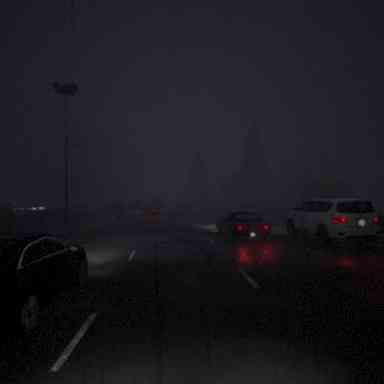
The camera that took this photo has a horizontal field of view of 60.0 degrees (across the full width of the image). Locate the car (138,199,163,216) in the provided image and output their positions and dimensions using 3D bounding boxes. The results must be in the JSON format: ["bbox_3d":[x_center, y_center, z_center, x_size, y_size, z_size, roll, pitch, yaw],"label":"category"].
[{"bbox_3d":[-4.760,1.835,38.081,1.882,1.535,5.008,0,-1,-14],"label":"car"}]

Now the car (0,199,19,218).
[{"bbox_3d":[-17.293,1.725,29.312,2.097,1.767,4.553,0,-1,-12],"label":"car"}]

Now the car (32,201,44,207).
[{"bbox_3d":[-31.853,2.404,68.731,1.895,1.301,4.718,0,-1,-29],"label":"car"}]

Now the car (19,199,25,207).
[{"bbox_3d":[-34.900,2.277,66.999,1.837,1.490,4.892,0,-1,-29],"label":"car"}]

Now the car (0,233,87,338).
[{"bbox_3d":[-3.542,1.575,6.686,2.128,1.511,4.902,0,0,-2],"label":"car"}]

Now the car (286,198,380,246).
[{"bbox_3d":[6.460,1.312,15.953,2.150,2.045,5.566,0,0,-7],"label":"car"}]

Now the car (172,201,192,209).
[{"bbox_3d":[-1.656,2.063,53.127,1.895,1.301,4.718,0,-1,-20],"label":"car"}]

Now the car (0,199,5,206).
[{"bbox_3d":[-40.940,2.138,70.400,2.033,1.411,5.357,0,-1,-31],"label":"car"}]

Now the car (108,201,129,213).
[{"bbox_3d":[-9.811,1.966,43.576,1.812,1.442,4.674,0,0,-17],"label":"car"}]

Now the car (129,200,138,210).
[{"bbox_3d":[-8.887,1.997,52.002,2.128,1.511,4.902,0,0,-20],"label":"car"}]

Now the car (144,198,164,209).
[{"bbox_3d":[-6.315,1.862,54.891,2.097,1.767,4.553,0,-1,-20],"label":"car"}]

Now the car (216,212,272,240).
[{"bbox_3d":[2.600,1.735,17.967,1.895,1.301,4.718,0,0,-7],"label":"car"}]
